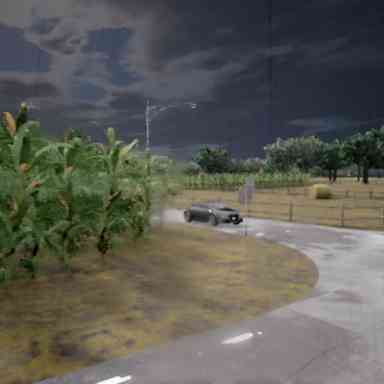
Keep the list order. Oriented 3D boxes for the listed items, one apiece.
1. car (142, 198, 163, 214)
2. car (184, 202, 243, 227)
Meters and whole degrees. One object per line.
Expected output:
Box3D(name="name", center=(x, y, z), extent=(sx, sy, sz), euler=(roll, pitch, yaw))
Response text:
Box3D(name="car", center=(-4.007, 1.099, 28.303), extent=(1.812, 1.442, 4.674), euler=(0, 2, -35))
Box3D(name="car", center=(1.262, 1.310, 20.834), extent=(1.994, 1.385, 4.181), euler=(0, 1, -35))
